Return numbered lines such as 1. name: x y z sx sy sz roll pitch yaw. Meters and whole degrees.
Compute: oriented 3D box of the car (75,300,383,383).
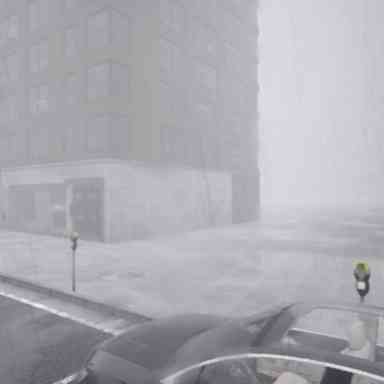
1. car: 0.938 1.554 2.412 4.403 1.369 2.008 0 0 35
